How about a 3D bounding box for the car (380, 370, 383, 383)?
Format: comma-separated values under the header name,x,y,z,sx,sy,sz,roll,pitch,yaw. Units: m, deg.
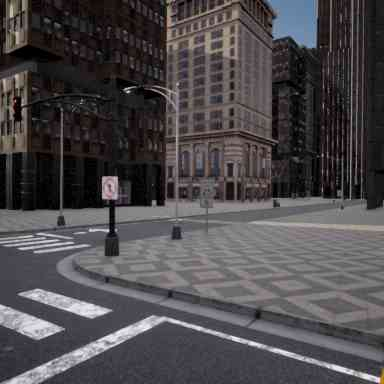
name,x,y,z,sx,sy,sz,roll,pitch,yaw
car,3.507,1.478,1.192,5.008,1.535,1.882,0,0,35
